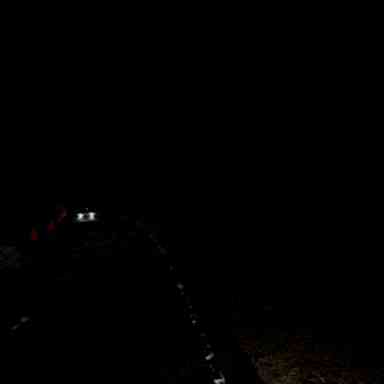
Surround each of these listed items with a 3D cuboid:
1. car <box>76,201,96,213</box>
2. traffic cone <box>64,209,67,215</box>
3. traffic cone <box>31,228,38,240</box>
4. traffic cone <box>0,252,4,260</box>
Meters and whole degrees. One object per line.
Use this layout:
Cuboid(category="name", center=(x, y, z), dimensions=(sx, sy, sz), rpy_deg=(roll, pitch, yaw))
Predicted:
Cuboid(category="car", center=(-12.416, 1.697, 38.712), dimensions=(1.994, 1.385, 4.181), rpy_deg=(-1, 0, -22))
Cuboid(category="traffic cone", center=(-11.718, 2.081, 30.409), dimensions=(0.340, 0.580, 0.340), rpy_deg=(-1, 0, -19))
Cuboid(category="traffic cone", center=(-7.706, 2.039, 16.244), dimensions=(0.340, 0.580, 0.340), rpy_deg=(-1, 0, -13))
Cuboid(category="traffic cone", center=(-6.687, 2.028, 11.442), dimensions=(0.340, 0.580, 0.340), rpy_deg=(-1, 0, -11))
